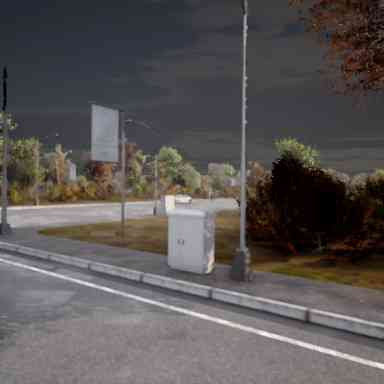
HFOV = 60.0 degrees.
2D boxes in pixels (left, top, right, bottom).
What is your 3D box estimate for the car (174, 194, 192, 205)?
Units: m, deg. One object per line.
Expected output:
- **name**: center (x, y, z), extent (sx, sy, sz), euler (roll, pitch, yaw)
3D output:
- **car**: center (-1.758, 1.068, 48.347), extent (1.812, 1.442, 4.674), euler (1, 1, 33)
